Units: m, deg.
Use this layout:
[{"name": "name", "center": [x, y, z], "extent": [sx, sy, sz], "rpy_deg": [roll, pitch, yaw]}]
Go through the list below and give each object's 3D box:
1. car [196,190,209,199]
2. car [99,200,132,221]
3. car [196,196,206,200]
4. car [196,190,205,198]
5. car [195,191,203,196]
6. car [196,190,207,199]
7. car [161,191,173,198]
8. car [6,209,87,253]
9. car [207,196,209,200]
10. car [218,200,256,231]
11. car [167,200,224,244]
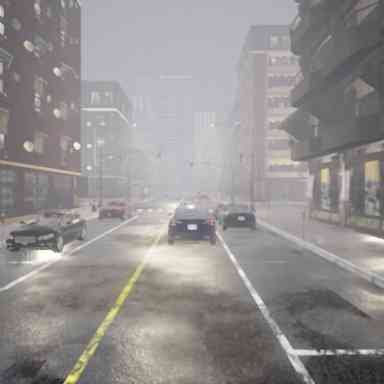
[{"name": "car", "center": [2.237, 0.767, 62.312], "extent": [1.887, 1.381, 4.507], "rpy_deg": [1, 1, 0]}, {"name": "car", "center": [-5.456, 1.234, 24.172], "extent": [1.887, 1.381, 4.507], "rpy_deg": [1, 1, 0]}, {"name": "car", "center": [-0.106, 1.260, 26.676], "extent": [1.895, 1.301, 4.718], "rpy_deg": [0, 1, -1]}, {"name": "car", "center": [1.982, 0.461, 79.377], "extent": [1.967, 1.590, 4.097], "rpy_deg": [1, 1, 0]}, {"name": "car", "center": [1.896, 0.455, 90.757], "extent": [1.947, 1.339, 4.313], "rpy_deg": [1, 1, 0]}, {"name": "car", "center": [2.068, 0.419, 72.253], "extent": [2.192, 1.841, 5.009], "rpy_deg": [1, 1, 0]}, {"name": "car", "center": [-5.873, 0.638, 73.620], "extent": [2.008, 1.369, 4.403], "rpy_deg": [1, 1, 0]}, {"name": "car", "center": [-5.371, 1.384, 12.832], "extent": [2.008, 1.369, 4.403], "rpy_deg": [1, 1, 0]}, {"name": "car", "center": [2.391, 1.234, 24.259], "extent": [1.887, 1.381, 4.507], "rpy_deg": [1, 1, 0]}, {"name": "car", "center": [2.433, 1.327, 18.589], "extent": [1.947, 1.339, 4.313], "rpy_deg": [1, 1, 0]}, {"name": "car", "center": [-0.010, 1.313, 14.718], "extent": [2.163, 1.488, 4.792], "rpy_deg": [0, 1, 0]}]
